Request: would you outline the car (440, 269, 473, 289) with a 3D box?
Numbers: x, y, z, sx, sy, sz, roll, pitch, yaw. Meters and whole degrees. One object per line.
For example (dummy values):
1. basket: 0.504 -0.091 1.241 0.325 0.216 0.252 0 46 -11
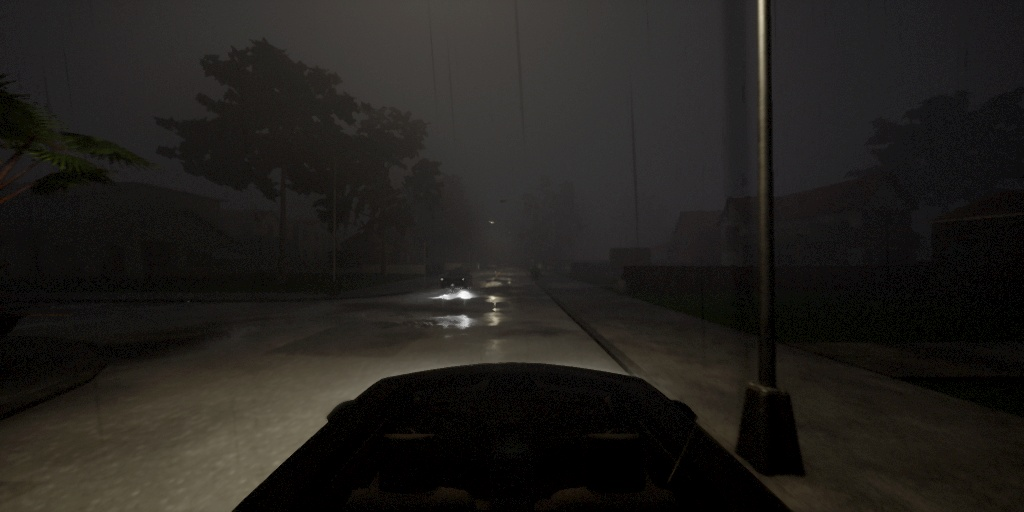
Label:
1. car: -4.001 1.664 26.320 1.895 1.301 4.718 0 0 0
